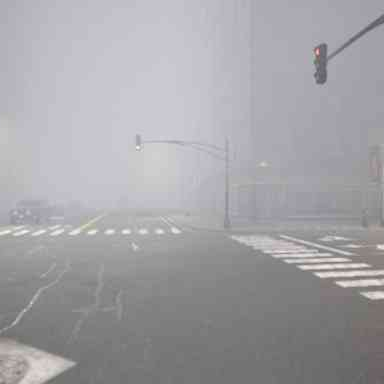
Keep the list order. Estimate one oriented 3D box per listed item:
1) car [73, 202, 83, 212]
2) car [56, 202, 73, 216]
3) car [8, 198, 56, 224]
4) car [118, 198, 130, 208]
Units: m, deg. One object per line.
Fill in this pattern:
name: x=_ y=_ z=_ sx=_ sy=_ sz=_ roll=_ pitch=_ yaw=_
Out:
car: x=-17.157 y=2.125 z=48.304 sx=1.882 sy=1.535 sz=5.008 roll=0 pitch=-1 yaw=-10
car: x=-15.426 y=2.065 z=38.293 sx=1.994 sy=1.385 sz=4.181 roll=0 pitch=-1 yaw=-11
car: x=-13.692 y=1.582 z=28.460 sx=2.150 sy=2.045 sz=5.566 roll=0 pitch=-1 yaw=-10
car: x=-13.973 y=2.211 z=68.341 sx=2.150 sy=2.045 sz=5.566 roll=0 pitch=-1 yaw=-10
